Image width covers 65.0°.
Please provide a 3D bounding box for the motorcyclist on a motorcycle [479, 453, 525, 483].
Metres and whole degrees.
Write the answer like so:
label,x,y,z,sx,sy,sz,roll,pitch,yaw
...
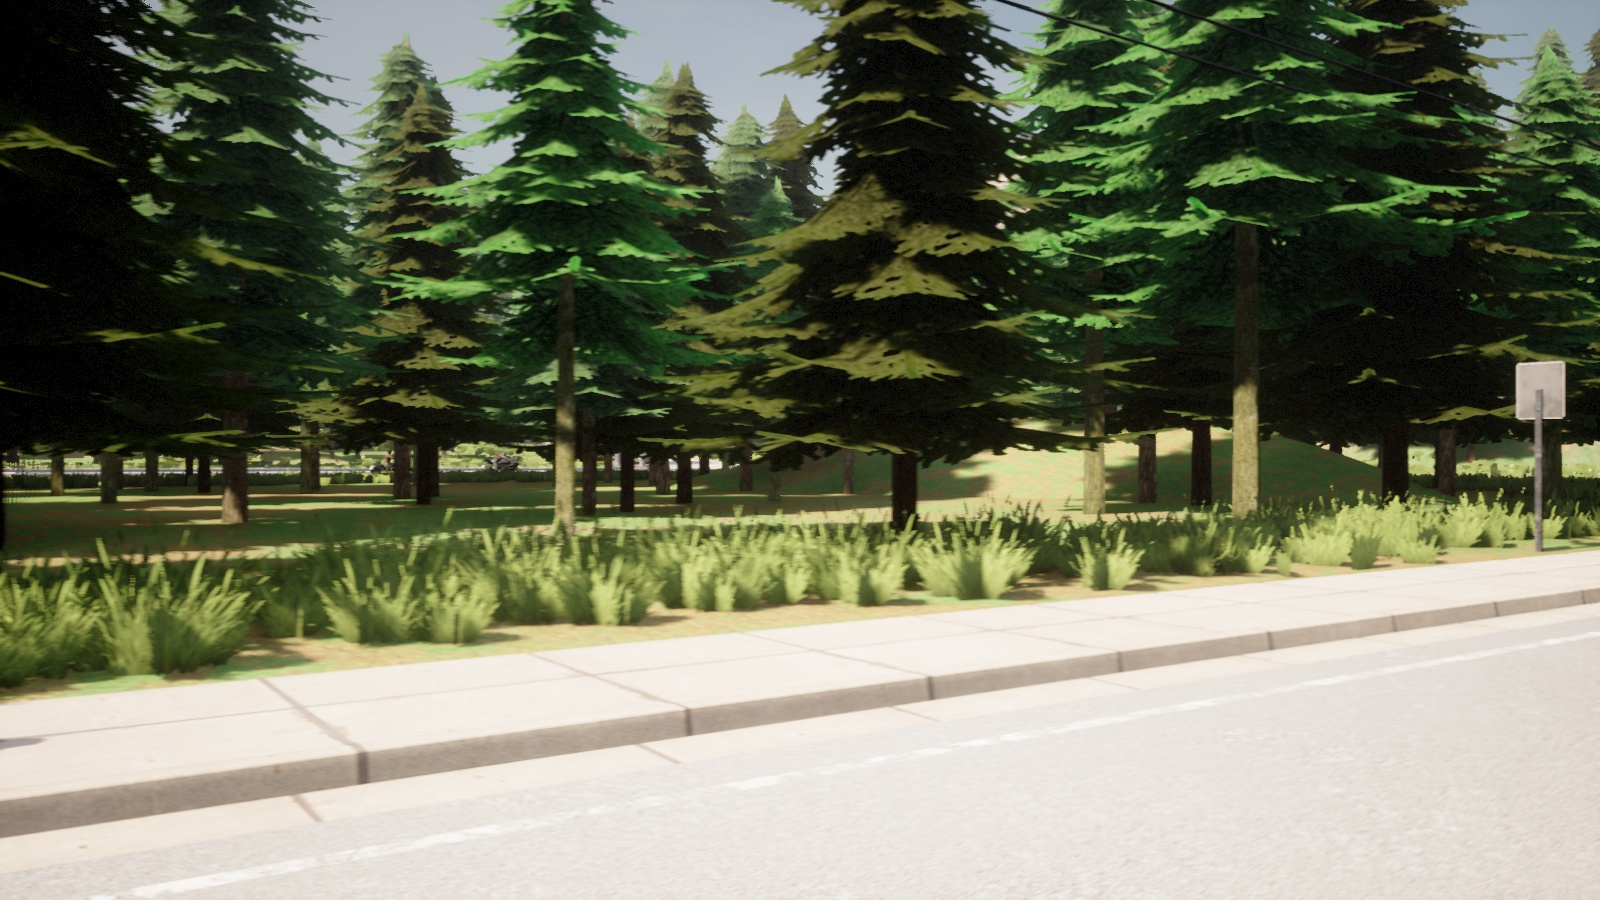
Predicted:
label,x,y,z,sx,sy,sz,roll,pitch,yaw
motorcyclist on a motorcycle,-15.696,0.941,66.205,2.191,1.530,0.866,0,0,-35
